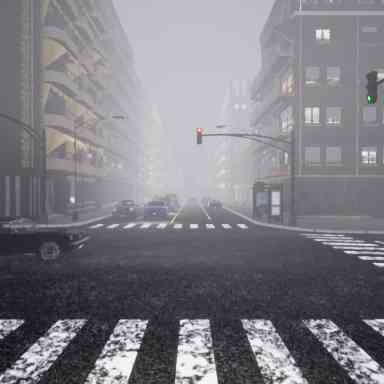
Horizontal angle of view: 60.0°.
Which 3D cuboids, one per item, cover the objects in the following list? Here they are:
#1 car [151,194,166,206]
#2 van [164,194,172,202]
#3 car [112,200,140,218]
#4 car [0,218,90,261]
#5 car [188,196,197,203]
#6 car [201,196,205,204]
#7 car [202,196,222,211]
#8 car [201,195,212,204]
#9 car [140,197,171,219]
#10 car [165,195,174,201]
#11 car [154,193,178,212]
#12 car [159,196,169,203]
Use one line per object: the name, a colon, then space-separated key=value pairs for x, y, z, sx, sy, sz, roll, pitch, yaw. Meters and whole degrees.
car: x=-5.708 y=1.313 z=57.458 sx=2.192 sy=1.841 sz=5.009 roll=0 pitch=0 yaw=0
van: x=-5.712 y=1.337 z=80.014 sx=1.690 sy=1.788 sz=3.998 roll=0 pitch=0 yaw=0
car: x=-5.700 y=1.438 z=29.265 sx=1.967 sy=1.590 sz=4.097 roll=0 pitch=0 yaw=0
car: x=-6.119 y=1.592 z=11.613 sx=4.718 sy=1.301 sz=1.895 roll=0 pitch=0 yaw=-1
car: x=0.082 y=1.561 z=69.764 sx=1.994 sy=1.385 sz=4.181 roll=0 pitch=0 yaw=0
car: x=2.677 y=1.542 z=46.177 sx=1.887 sy=1.381 sz=4.507 roll=0 pitch=0 yaw=0
car: x=2.678 y=1.548 z=40.539 sx=2.008 sy=1.369 sz=4.403 roll=0 pitch=0 yaw=0
car: x=2.672 y=1.437 z=63.094 sx=1.967 sy=1.590 sz=4.097 roll=0 pitch=0 yaw=0
car: x=-3.095 y=1.475 z=29.347 sx=1.882 sy=1.535 sz=5.008 roll=0 pitch=0 yaw=-1
car: x=-5.713 y=1.546 z=85.652 sx=2.008 sy=1.369 sz=4.403 roll=0 pitch=0 yaw=0
car: x=-3.097 y=1.350 z=38.974 sx=2.097 sy=1.767 sz=4.553 roll=0 pitch=0 yaw=0
car: x=-5.709 y=1.523 z=68.566 sx=1.752 sy=1.417 sz=4.829 roll=0 pitch=0 yaw=0
